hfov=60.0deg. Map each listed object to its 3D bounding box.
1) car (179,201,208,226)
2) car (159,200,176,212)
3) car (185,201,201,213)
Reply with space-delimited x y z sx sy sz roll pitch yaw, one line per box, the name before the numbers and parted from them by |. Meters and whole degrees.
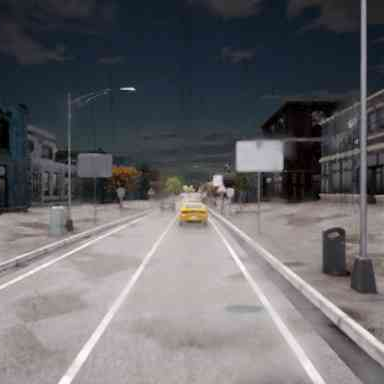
car | 0.103 1.514 23.639 1.882 1.535 5.008 0 -1 0
car | -3.079 1.780 42.846 2.128 1.511 4.902 0 -3 0
car | 0.103 1.846 41.952 1.994 1.385 4.181 0 0 0
